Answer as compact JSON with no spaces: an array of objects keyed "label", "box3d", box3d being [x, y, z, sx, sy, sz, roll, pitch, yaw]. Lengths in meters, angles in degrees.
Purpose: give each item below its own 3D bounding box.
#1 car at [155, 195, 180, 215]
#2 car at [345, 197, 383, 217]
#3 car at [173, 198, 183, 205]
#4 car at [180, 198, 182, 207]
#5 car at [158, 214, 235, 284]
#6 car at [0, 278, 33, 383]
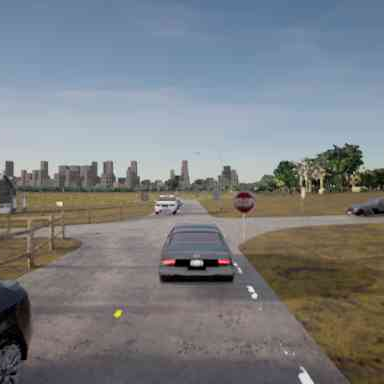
[{"label":"car","box3d":[-2.833,1.417,37.500,2.150,2.045,5.566,0,0,0]},{"label":"car","box3d":[14.344,1.065,24.722,5.357,1.411,2.033,-2,0,0]},{"label":"car","box3d":[-2.739,1.926,67.430,1.812,1.442,4.674,0,0,0]},{"label":"car","box3d":[-2.826,1.777,47.298,1.812,1.442,4.674,0,0,0]},{"label":"car","box3d":[0.101,1.598,9.718,2.033,1.411,5.357,0,0,0]},{"label":"car","box3d":[-2.837,1.502,2.061,2.128,1.511,4.902,0,0,0]}]
